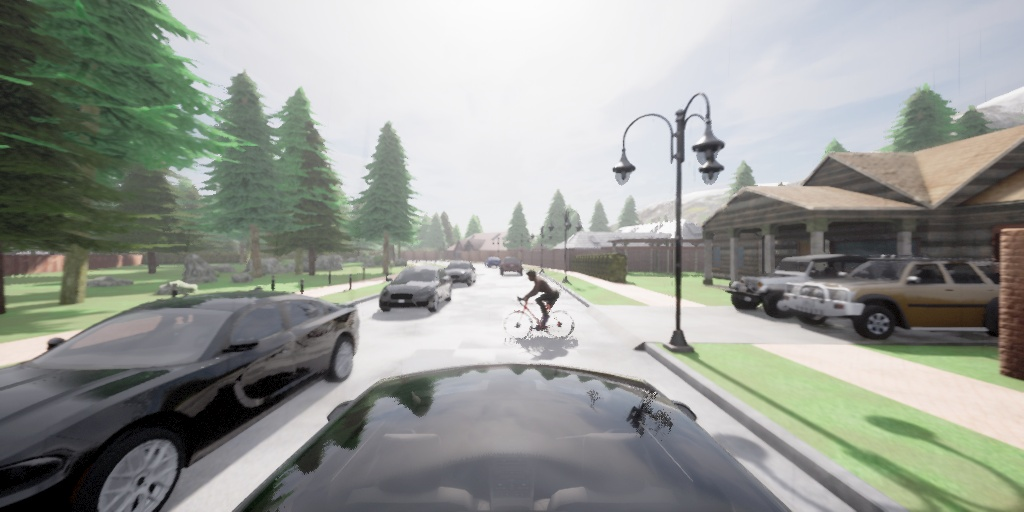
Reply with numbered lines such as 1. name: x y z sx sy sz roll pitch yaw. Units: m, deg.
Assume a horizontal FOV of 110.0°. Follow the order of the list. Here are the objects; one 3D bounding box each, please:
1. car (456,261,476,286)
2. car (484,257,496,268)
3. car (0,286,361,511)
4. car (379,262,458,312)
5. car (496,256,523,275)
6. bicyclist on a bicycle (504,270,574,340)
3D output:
1. car: -3.433 1.099 23.625 1.837 1.490 4.892 0 0 0
2. car: -2.774 0.888 51.621 1.882 1.535 5.008 0 0 -14
3. car: -3.584 1.201 4.225 1.882 1.535 5.008 0 0 1
4. car: -3.492 1.164 13.803 1.837 1.490 4.892 0 0 0
5. car: -0.155 0.878 35.352 2.097 1.767 4.553 0 0 -4
6. bicyclist on a bicycle: 0.620 1.147 8.352 1.656 1.620 0.582 -1 0 1
